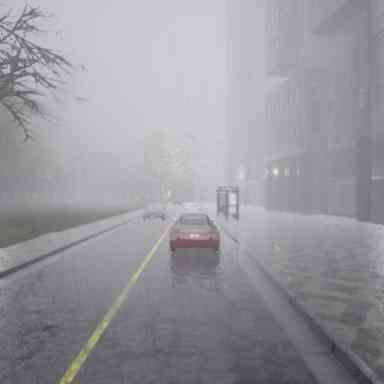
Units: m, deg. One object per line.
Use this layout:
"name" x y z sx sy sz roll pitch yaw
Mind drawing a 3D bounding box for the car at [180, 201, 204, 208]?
"car" 0.097 1.708 30.975 1.812 1.442 4.674 0 -1 0

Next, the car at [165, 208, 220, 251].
"car" 0.099 1.599 14.326 1.994 1.385 4.181 0 0 0

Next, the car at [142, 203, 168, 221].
"car" -3.099 1.685 28.685 1.812 1.442 4.674 0 -1 0

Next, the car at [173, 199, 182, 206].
"car" -3.003 2.119 68.959 1.895 1.301 4.718 0 -1 0
